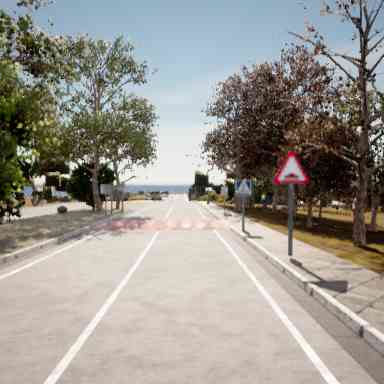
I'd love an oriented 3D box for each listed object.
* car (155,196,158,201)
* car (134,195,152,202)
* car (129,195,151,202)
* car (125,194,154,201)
[{"bbox_3d":[-12.568,1.551,88.095,5.566,2.045,2.435,0,-2,-2],"label":"car"},{"bbox_3d":[-12.550,1.596,85.320,4.553,1.767,2.185,0,-2,-2],"label":"car"},{"bbox_3d":[-12.369,1.577,79.772,4.892,1.521,2.231,0,-1,-2],"label":"car"},{"bbox_3d":[-12.101,1.513,77.010,5.366,1.575,1.946,0,-1,-2],"label":"car"}]
